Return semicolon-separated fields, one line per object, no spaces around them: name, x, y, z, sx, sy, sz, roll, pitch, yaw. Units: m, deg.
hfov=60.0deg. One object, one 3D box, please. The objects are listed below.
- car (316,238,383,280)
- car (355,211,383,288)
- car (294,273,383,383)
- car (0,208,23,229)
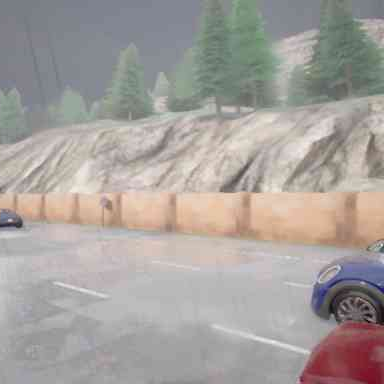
car;4.330;1.415;5.258;4.553;1.767;2.097;0;-1;35
car;6.587;1.446;7.959;4.553;1.767;2.097;-1;-1;35
car;2.974;1.625;1.837;4.718;1.301;1.895;0;-1;35
car;-13.406;1.820;22.846;4.181;1.385;1.994;0;-1;38
